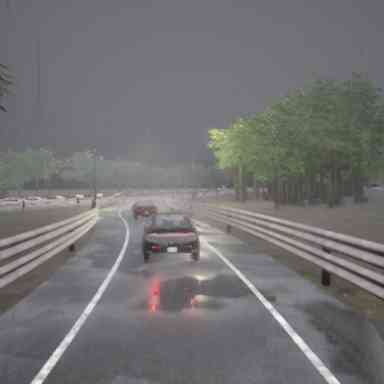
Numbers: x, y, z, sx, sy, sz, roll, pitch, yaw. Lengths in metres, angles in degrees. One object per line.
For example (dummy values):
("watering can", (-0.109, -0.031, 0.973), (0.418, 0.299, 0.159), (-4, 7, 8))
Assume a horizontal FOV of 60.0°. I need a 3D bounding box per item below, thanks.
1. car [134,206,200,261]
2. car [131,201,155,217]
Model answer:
("car", (-0.865, 1.508, 12.339), (2.128, 1.511, 4.902), (0, 0, -7))
("car", (-4.196, 1.499, 28.967), (1.882, 1.535, 5.008), (0, 0, -14))
